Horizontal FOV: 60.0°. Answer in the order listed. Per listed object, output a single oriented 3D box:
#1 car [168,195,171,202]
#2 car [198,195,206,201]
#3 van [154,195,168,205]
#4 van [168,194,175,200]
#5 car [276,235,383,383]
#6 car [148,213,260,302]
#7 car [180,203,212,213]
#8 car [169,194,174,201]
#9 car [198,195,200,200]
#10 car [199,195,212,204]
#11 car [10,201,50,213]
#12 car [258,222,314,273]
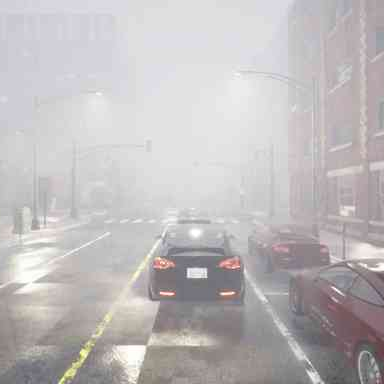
[{"bbox_3d":[-5.736,1.602,65.228,1.802,1.307,4.206,1,0,0],"label":"car"},{"bbox_3d":[2.625,1.597,87.806,1.947,1.339,4.313,1,0,0],"label":"car"},{"bbox_3d":[-5.727,1.359,59.576,1.690,1.788,3.998,1,0,0],"label":"van"},{"bbox_3d":[-5.756,1.376,93.490,1.690,1.788,3.998,1,0,0],"label":"van"},{"bbox_3d":[2.663,1.583,4.635,1.802,1.307,4.206,1,0,0],"label":"car"},{"bbox_3d":[0.093,1.506,8.336,2.163,1.488,4.792,0,0,0],"label":"car"},{"bbox_3d":[0.086,1.552,17.608,2.033,1.411,5.357,0,0,-1],"label":"car"},{"bbox_3d":[-5.746,1.607,76.533,1.802,1.307,4.206,1,0,0],"label":"car"},{"bbox_3d":[2.630,1.573,82.155,1.887,1.381,4.507,1,0,0],"label":"car"},{"bbox_3d":[2.650,1.544,59.715,1.752,1.417,4.829,1,0,0],"label":"car"},{"bbox_3d":[-18.744,1.730,38.655,4.313,1.339,1.947,0,-1,0],"label":"car"},{"bbox_3d":[2.828,1.585,10.291,1.802,1.307,4.206,1,0,0],"label":"car"}]
